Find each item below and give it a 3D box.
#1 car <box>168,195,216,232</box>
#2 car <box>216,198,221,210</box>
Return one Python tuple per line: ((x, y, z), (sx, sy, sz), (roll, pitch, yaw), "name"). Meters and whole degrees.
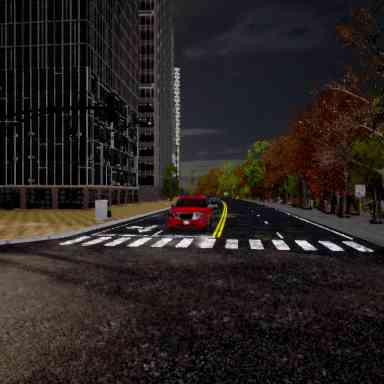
((0.042, 1.252, 20.432), (2.150, 2.045, 5.566), (0, 0, 7), "car")
((2.600, 1.505, 42.280), (2.128, 1.511, 4.902), (0, 0, 6), "car")
